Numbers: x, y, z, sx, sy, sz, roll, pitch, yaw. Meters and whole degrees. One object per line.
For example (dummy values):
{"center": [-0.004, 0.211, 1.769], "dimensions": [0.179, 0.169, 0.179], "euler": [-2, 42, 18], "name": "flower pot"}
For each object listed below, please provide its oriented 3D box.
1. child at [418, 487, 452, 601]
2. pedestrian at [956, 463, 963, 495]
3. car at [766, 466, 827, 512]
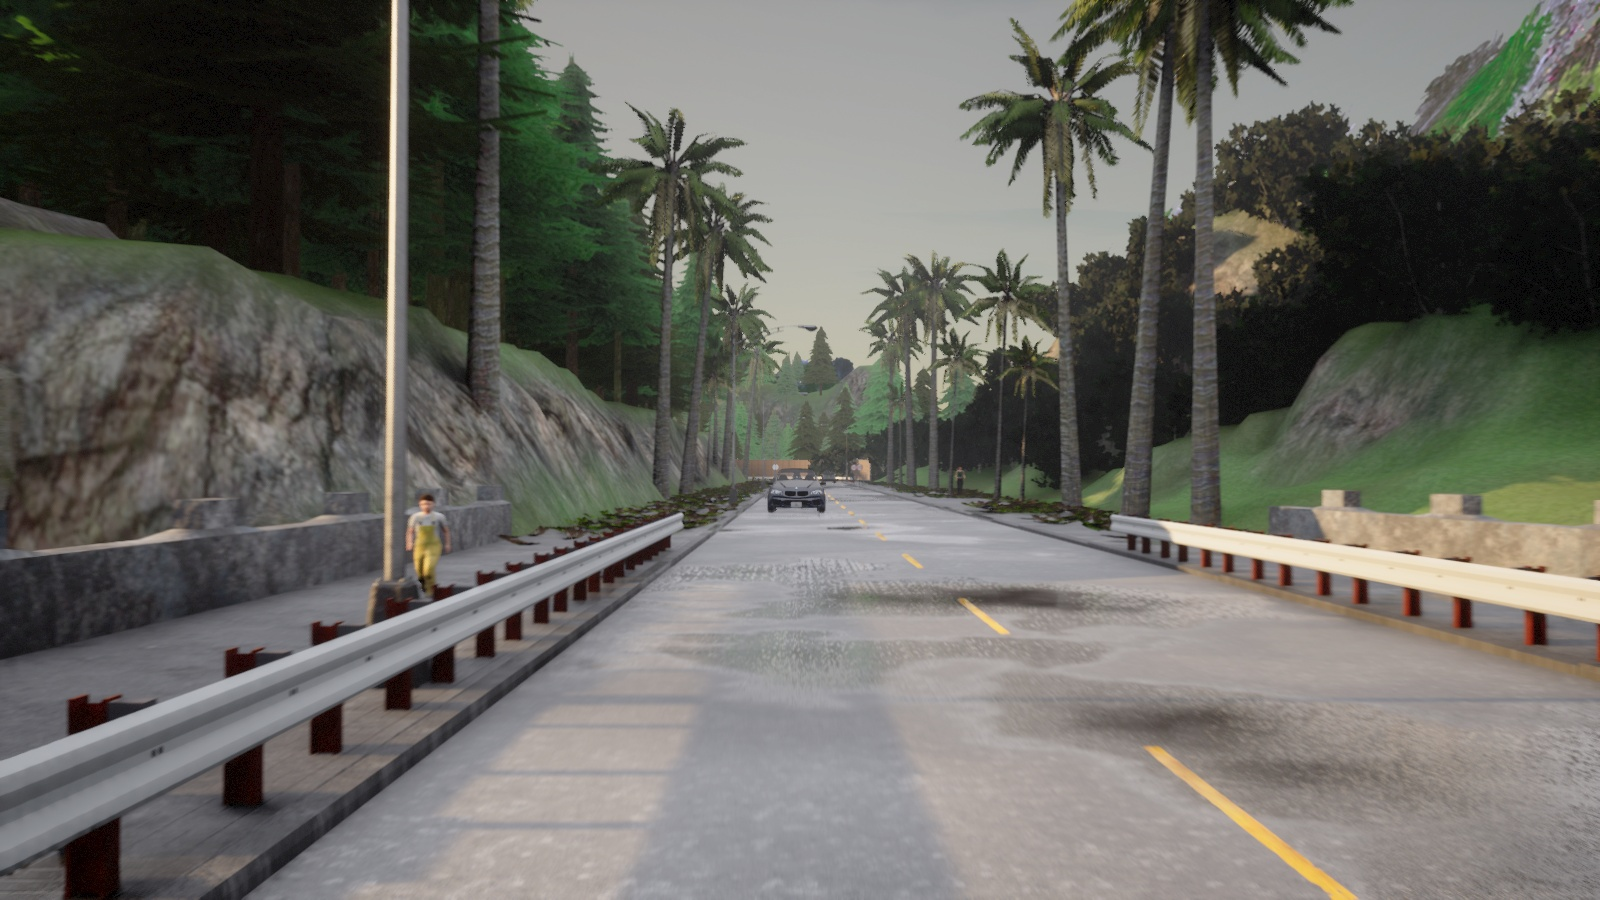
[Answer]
{"center": [-4.146, 1.059, 14.273], "dimensions": [0.270, 1.263, 0.437], "euler": [0, -1, -2], "name": "child"}
{"center": [9.190, 1.684, 72.307], "dimensions": [0.345, 1.836, 0.594], "euler": [0, -1, 0], "name": "pedestrian"}
{"center": [-0.121, 1.468, 48.466], "dimensions": [2.242, 1.667, 4.611], "euler": [0, -1, 0], "name": "car"}
